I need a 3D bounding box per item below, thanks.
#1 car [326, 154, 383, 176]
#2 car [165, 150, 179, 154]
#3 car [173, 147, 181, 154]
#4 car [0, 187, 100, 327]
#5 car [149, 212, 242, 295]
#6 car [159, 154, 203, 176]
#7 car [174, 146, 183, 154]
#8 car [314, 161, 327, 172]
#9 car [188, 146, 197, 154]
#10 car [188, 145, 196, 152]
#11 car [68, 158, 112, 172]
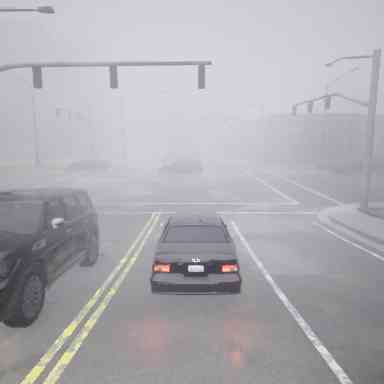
[{"bbox_3d":[17.187,-2.759,33.823,5.566,2.045,2.150,0,9,1],"label":"car"},{"bbox_3d":[-3.533,-5.300,51.521,2.033,1.411,5.357,0,9,0],"label":"car"},{"bbox_3d":[-3.492,-6.884,60.999,1.837,1.490,4.892,0,9,0],"label":"car"},{"bbox_3d":[-3.596,0.995,7.015,2.150,2.045,5.566,0,3,0],"label":"car"},{"bbox_3d":[0.085,1.218,8.395,2.033,1.411,5.357,0,4,0],"label":"car"},{"bbox_3d":[-1.115,-2.637,33.928,4.553,1.767,2.097,0,9,0],"label":"car"},{"bbox_3d":[-3.413,-8.507,71.195,2.033,1.411,5.357,0,9,0],"label":"car"},{"bbox_3d":[16.321,-3.052,37.328,4.902,1.511,2.128,0,9,0],"label":"car"},{"bbox_3d":[0.093,-8.963,74.340,1.895,1.301,4.718,0,9,0],"label":"car"},{"bbox_3d":[0.111,-11.882,90.794,2.097,1.767,4.553,0,9,0],"label":"car"},{"bbox_3d":[-11.466,-3.066,37.450,4.902,1.511,2.128,0,9,0],"label":"car"}]
